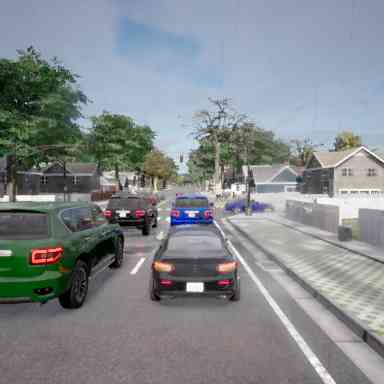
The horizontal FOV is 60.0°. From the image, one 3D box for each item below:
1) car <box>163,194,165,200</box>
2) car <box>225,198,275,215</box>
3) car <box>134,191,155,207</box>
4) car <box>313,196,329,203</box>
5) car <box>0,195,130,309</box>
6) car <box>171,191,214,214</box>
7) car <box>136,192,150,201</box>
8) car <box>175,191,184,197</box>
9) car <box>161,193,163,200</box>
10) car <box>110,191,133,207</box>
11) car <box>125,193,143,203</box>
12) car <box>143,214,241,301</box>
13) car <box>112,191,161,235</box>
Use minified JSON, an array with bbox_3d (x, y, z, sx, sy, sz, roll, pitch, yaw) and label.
[{"bbox_3d":[-6.510,0.862,66.342,2.128,1.511,4.902,0,1,1],"label":"car"},{"bbox_3d":[5.402,1.330,31.218,4.674,1.442,1.812,0,1,-1],"label":"car"},{"bbox_3d":[-6.585,0.892,46.814,2.150,2.045,5.566,0,1,0],"label":"car"},{"bbox_3d":[13.286,1.200,34.372,4.902,1.511,2.128,0,1,-2],"label":"car"},{"bbox_3d":[-3.186,1.210,7.997,2.150,2.045,5.566,0,0,1],"label":"car"},{"bbox_3d":[0.026,1.160,18.223,2.150,2.045,5.566,0,0,1],"label":"car"},{"bbox_3d":[-9.750,0.858,66.521,2.128,1.511,4.902,0,1,1],"label":"car"},{"bbox_3d":[-3.228,0.438,86.411,1.994,1.385,4.181,0,1,0],"label":"car"},{"bbox_3d":[-6.567,1.124,56.222,1.994,1.385,4.181,0,1,1],"label":"car"},{"bbox_3d":[-9.836,0.891,46.867,2.150,2.045,5.566,0,1,0],"label":"car"},{"bbox_3d":[-9.820,1.047,56.546,2.128,1.511,4.902,0,1,0],"label":"car"},{"bbox_3d":[0.067,1.514,8.190,1.812,1.442,4.674,0,0,0],"label":"car"},{"bbox_3d":[-3.222,1.159,18.348,2.150,2.045,5.566,0,0,1],"label":"car"}]
